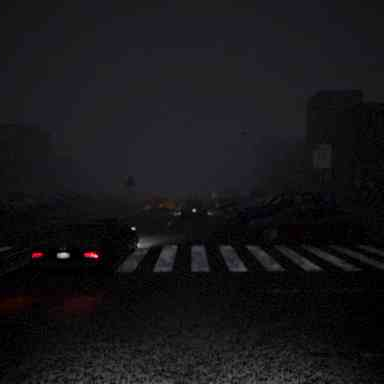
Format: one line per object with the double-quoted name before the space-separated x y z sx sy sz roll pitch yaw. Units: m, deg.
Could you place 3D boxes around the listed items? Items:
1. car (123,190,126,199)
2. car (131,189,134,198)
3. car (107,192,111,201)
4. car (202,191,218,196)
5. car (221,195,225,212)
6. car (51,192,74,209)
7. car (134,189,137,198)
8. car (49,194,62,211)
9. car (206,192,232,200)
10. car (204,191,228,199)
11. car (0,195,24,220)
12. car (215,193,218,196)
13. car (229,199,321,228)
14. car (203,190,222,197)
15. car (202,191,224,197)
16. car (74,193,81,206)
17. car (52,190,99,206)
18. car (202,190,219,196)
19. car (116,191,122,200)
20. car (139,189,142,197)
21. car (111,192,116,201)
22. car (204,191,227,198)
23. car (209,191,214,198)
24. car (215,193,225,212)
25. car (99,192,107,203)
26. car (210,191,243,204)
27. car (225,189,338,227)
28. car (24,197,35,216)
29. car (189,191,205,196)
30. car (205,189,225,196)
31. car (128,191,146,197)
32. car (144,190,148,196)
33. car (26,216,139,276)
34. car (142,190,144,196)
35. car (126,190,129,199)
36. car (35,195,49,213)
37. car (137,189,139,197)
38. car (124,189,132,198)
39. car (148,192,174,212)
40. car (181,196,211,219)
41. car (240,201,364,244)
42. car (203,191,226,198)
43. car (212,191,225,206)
"car" -15.381 0.781 62.156 4.792 1.488 2.163 0 1 0
"car" -15.351 0.543 70.426 4.553 1.767 2.185 0 1 0
"car" -15.473 0.909 51.124 4.792 1.488 2.163 0 1 0
"car" 5.140 0.417 94.856 4.674 1.452 2.002 0 0 0
"car" 4.762 1.169 22.491 5.008 1.535 2.097 0 1 0
"car" -15.464 1.108 34.583 5.008 1.535 2.097 0 1 0
"car" -15.366 0.644 73.184 5.008 1.535 2.097 0 1 0
"car" -15.472 1.190 31.827 4.674 1.452 2.002 0 1 0
"car" 4.956 0.707 61.513 4.674 1.452 2.002 0 1 0
"car" 5.034 0.610 69.850 4.792 1.488 2.163 0 1 0
"car" -15.460 1.026 23.550 5.566 2.045 2.435 0 1 0
"car" 4.820 1.082 30.822 4.792 1.488 2.163 0 1 0
"car" 4.744 1.208 19.712 4.892 1.521 2.231 0 1 0
"car" 5.037 0.355 80.956 4.553 1.767 2.185 0 1 0
"car" 5.265 0.454 83.617 5.366 1.575 1.946 0 0 0
"car" -15.468 1.107 37.341 4.674 1.452 2.002 0 1 0
"car" -15.430 0.737 42.850 5.566 2.045 2.435 0 1 0
"car" 5.094 0.267 92.077 4.553 1.767 2.185 0 0 0
"car" -15.245 0.809 56.642 5.366 1.575 1.946 0 1 0
"car" -15.382 0.346 78.696 5.566 2.045 2.435 0 0 0
"car" -15.625 0.843 53.880 5.366 1.575 1.946 0 1 0
"car" 5.013 0.556 72.627 4.892 1.521 2.231 0 1 0
"car" 4.808 0.967 39.156 4.792 1.488 2.163 0 1 0
"car" 4.782 1.090 28.166 5.008 1.535 2.097 0 1 0
"car" -15.634 0.912 48.366 5.366 1.575 1.946 0 1 0
"car" 4.914 0.703 47.526 4.553 1.767 2.185 0 1 0
"car" 4.714 0.994 16.930 5.566 2.045 2.435 0 1 0
"car" -15.452 1.110 26.309 4.553 1.767 2.185 0 1 0
"car" 0.248 0.994 42.886 1.994 1.385 4.181 0 1 0
"car" 4.894 0.613 44.712 5.566 2.045 2.435 0 1 0
"car" -15.300 0.537 92.482 4.674 1.452 2.002 0 0 0
"car" -15.307 0.513 89.728 5.008 1.535 2.097 0 0 0
"car" -2.885 1.443 9.981 2.033 1.411 5.357 0 1 0
"car" -15.361 0.584 84.213 4.792 1.488 2.163 0 0 0
"car" -15.398 0.764 64.877 4.674 1.452 2.002 0 1 0
"car" -15.476 1.235 28.939 4.674 1.452 2.002 0 1 0
"car" -15.332 0.649 75.940 4.792 1.488 2.163 0 1 0
"car" -15.420 0.725 67.671 4.792 1.488 2.163 0 1 0
"car" -2.807 1.061 32.665 1.882 1.535 5.008 0 1 0
"car" 0.160 1.234 25.442 1.994 1.385 4.181 0 1 0
"car" 4.708 1.313 14.153 4.792 1.488 2.163 0 1 0
"car" 5.040 0.529 75.407 5.008 1.535 2.097 0 0 0
"car" 4.992 1.010 33.598 5.366 1.575 1.946 0 1 0
